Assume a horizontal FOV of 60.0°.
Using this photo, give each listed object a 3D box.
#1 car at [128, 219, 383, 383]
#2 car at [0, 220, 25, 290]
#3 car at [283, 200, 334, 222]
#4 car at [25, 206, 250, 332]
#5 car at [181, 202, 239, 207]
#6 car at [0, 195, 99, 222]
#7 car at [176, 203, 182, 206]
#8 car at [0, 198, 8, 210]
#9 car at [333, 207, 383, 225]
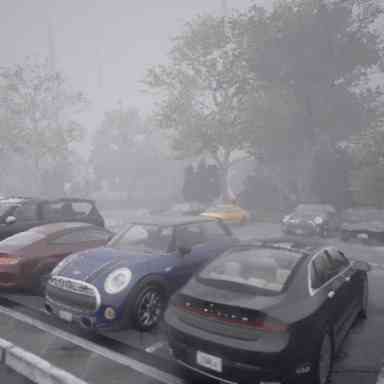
[{"bbox_3d":[1.572,1.486,5.421,2.231,1.521,4.892,0,0,35],"label":"car"},{"bbox_3d":[-2.994,1.516,8.674,2.002,1.452,4.674,0,0,35],"label":"car"},{"bbox_3d":[6.521,1.354,17.997,2.185,1.767,4.553,0,0,35],"label":"car"},{"bbox_3d":[-0.690,1.355,7.076,2.185,1.767,4.553,0,0,35],"label":"car"},{"bbox_3d":[1.873,1.468,21.039,1.946,1.575,5.366,0,0,35],"label":"car"},{"bbox_3d":[-5.293,1.220,10.277,2.435,2.045,5.566,0,0,35],"label":"car"},{"bbox_3d":[-0.279,1.467,22.804,2.231,1.521,4.892,0,0,35],"label":"car"},{"bbox_3d":[-25.375,1.459,40.646,2.002,1.452,4.674,0,0,35],"label":"car"},{"bbox_3d":[8.750,1.514,16.339,2.163,1.488,4.792,0,0,35],"label":"car"}]
